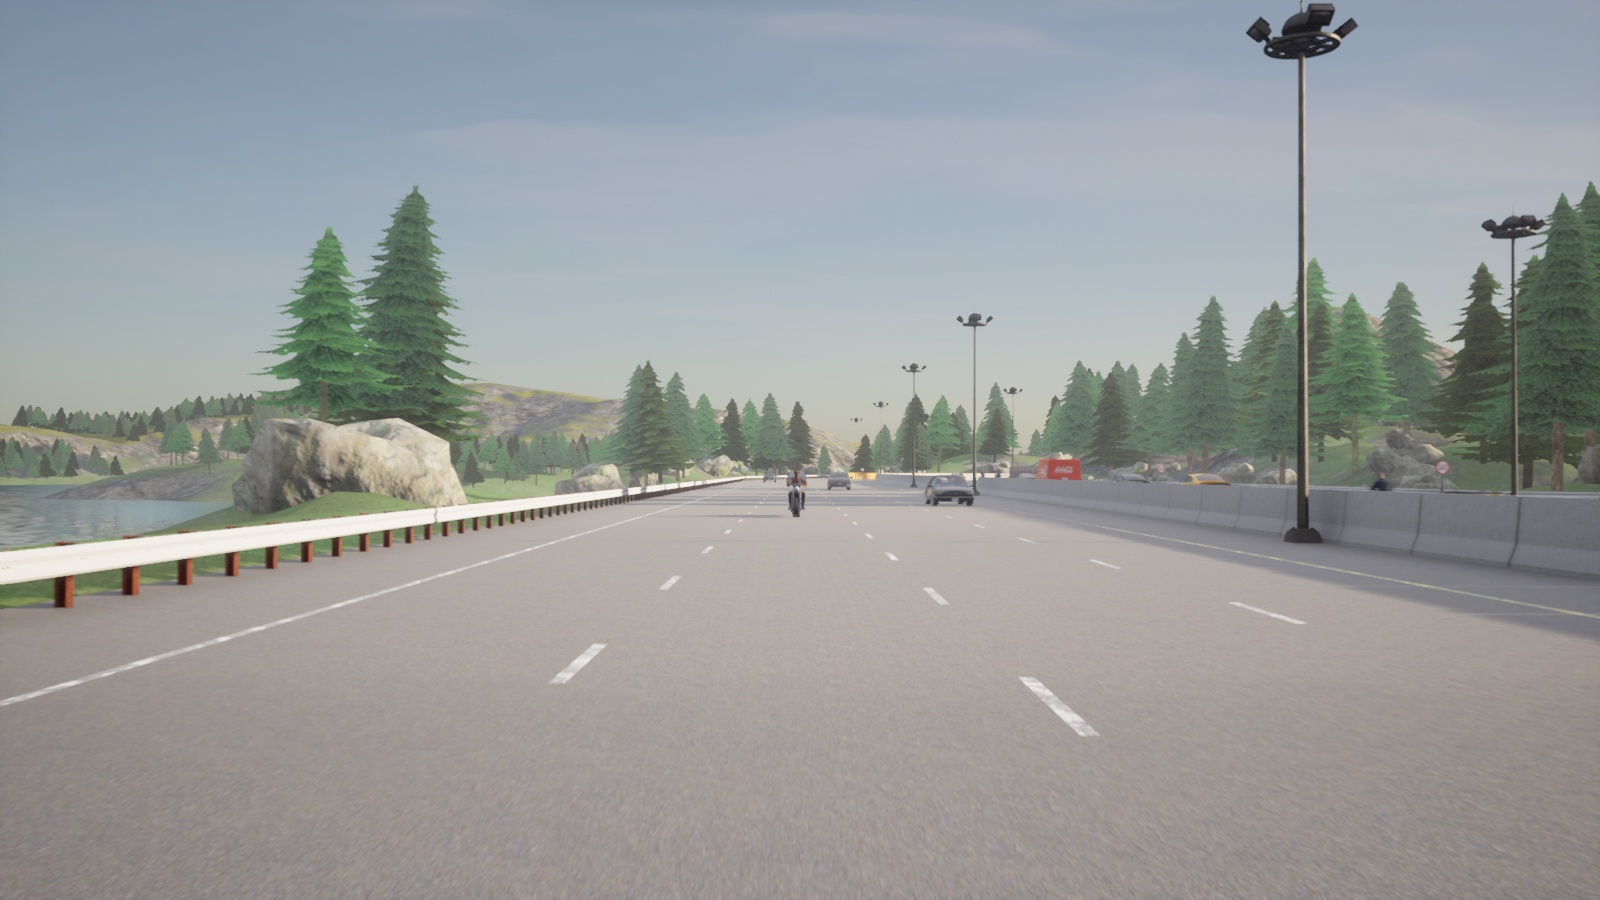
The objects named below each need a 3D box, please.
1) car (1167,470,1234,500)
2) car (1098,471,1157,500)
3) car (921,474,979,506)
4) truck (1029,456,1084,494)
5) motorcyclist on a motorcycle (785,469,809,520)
[{"bbox_3d":[20.846,1.807,65.628,1.882,1.535,5.008,0,-1,0],"label":"car"},{"bbox_3d":[17.344,1.869,66.810,1.837,1.490,4.892,0,-1,0],"label":"car"},{"bbox_3d":[6.865,1.805,57.980,2.033,1.411,5.357,0,-1,0],"label":"car"},{"bbox_3d":[17.299,1.684,84.867,2.627,2.467,5.204,0,-1,0],"label":"truck"},{"bbox_3d":[-0.100,1.475,42.411,0.766,1.649,2.350,0,-1,0],"label":"motorcyclist on a motorcycle"}]
